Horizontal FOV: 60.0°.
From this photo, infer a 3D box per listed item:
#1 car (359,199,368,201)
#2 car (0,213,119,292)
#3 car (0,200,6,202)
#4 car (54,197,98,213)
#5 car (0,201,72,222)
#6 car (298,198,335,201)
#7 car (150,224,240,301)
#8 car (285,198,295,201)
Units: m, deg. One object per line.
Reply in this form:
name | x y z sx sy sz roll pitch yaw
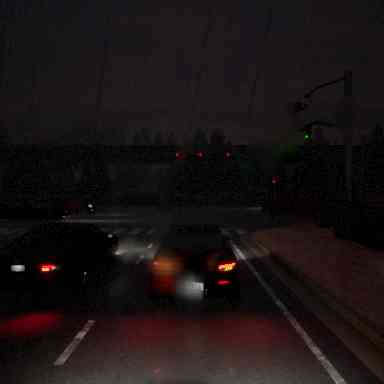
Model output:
car | 23.228 1.601 46.813 4.718 1.301 1.895 0 0 0
car | -3.420 1.547 9.050 2.033 1.411 5.357 0 0 0
car | -16.737 1.477 29.330 5.008 1.535 1.882 0 0 0
car | -11.660 1.351 32.802 4.553 1.767 2.097 0 0 0
car | -12.176 1.601 25.804 4.718 1.301 1.895 0 0 0
car | 16.920 1.491 43.340 4.902 1.511 2.128 0 0 0
car | 0.072 1.526 8.229 1.812 1.442 4.674 0 0 0
car | 14.121 1.526 46.855 4.674 1.442 1.812 0 0 2
